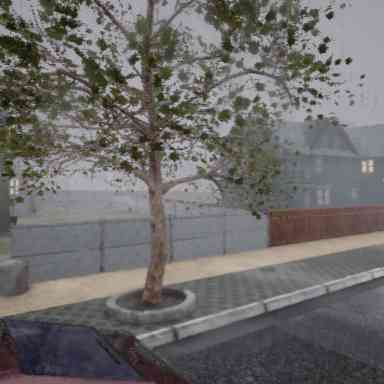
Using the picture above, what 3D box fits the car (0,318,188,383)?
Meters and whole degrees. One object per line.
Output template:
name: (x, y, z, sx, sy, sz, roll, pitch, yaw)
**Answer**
car: (-1.918, 1.568, 1.694, 4.181, 1.385, 1.994, 0, 0, -36)
